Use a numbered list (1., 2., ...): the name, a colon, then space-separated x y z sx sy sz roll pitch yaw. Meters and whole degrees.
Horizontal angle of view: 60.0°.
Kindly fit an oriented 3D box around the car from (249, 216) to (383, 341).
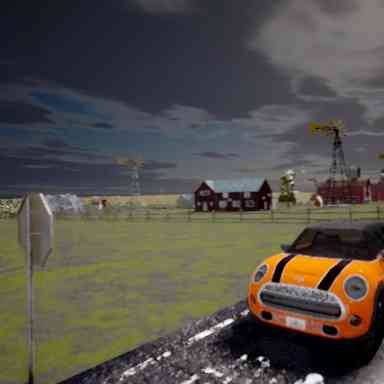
1. car: 3.048 1.453 6.899 2.097 1.767 4.553 -2 -2 40
